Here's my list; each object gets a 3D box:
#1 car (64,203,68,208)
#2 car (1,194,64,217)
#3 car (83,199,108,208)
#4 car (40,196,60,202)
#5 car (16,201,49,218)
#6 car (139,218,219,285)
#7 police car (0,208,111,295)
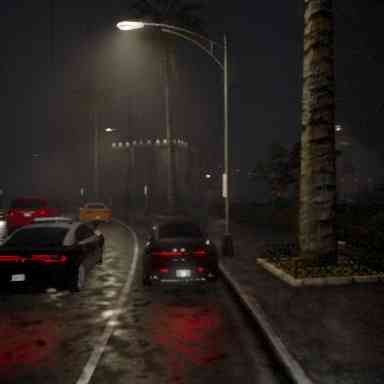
[{"bbox_3d":[-15.991,1.680,38.613,1.812,1.442,4.674,0,0,-41],"label":"car"},{"bbox_3d":[-9.039,1.299,19.390,2.150,2.045,5.566,0,-1,-16],"label":"car"},{"bbox_3d":[-7.260,1.562,24.718,1.882,1.535,5.008,0,0,-21],"label":"car"},{"bbox_3d":[-33.877,1.727,79.340,4.193,1.474,1.816,0,0,22],"label":"car"},{"bbox_3d":[-16.038,1.692,33.268,2.033,1.411,5.357,0,0,-37],"label":"car"},{"bbox_3d":[-0.452,1.525,9.641,1.837,1.490,4.892,0,0,-6],"label":"car"},{"bbox_3d":[-3.607,1.461,8.998,1.930,1.638,5.238,0,0,-6],"label":"police car"}]
